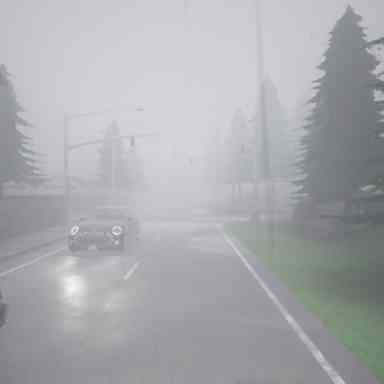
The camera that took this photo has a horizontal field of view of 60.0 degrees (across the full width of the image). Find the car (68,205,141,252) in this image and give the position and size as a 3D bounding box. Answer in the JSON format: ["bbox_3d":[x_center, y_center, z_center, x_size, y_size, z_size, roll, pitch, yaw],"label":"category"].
[{"bbox_3d":[-3.524,1.410,14.108,2.097,1.767,4.553,0,0,0],"label":"car"}]

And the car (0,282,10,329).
[{"bbox_3d":[-3.590,1.559,2.526,2.033,1.411,5.357,0,0,0],"label":"car"}]
